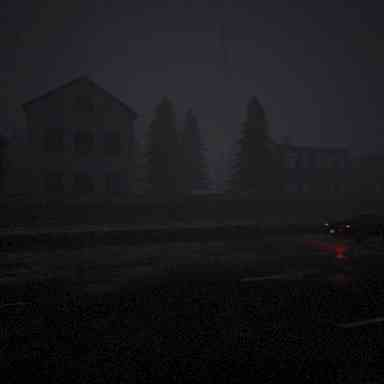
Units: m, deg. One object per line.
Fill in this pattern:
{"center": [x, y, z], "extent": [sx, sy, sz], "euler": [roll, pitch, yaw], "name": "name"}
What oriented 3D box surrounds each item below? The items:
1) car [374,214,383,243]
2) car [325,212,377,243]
{"center": [10.421, 1.775, 14.416], "extent": [4.181, 1.385, 1.994], "euler": [0, -1, -21], "name": "car"}
{"center": [9.272, 1.801, 17.724], "extent": [4.674, 1.442, 1.812], "euler": [0, -1, -21], "name": "car"}
